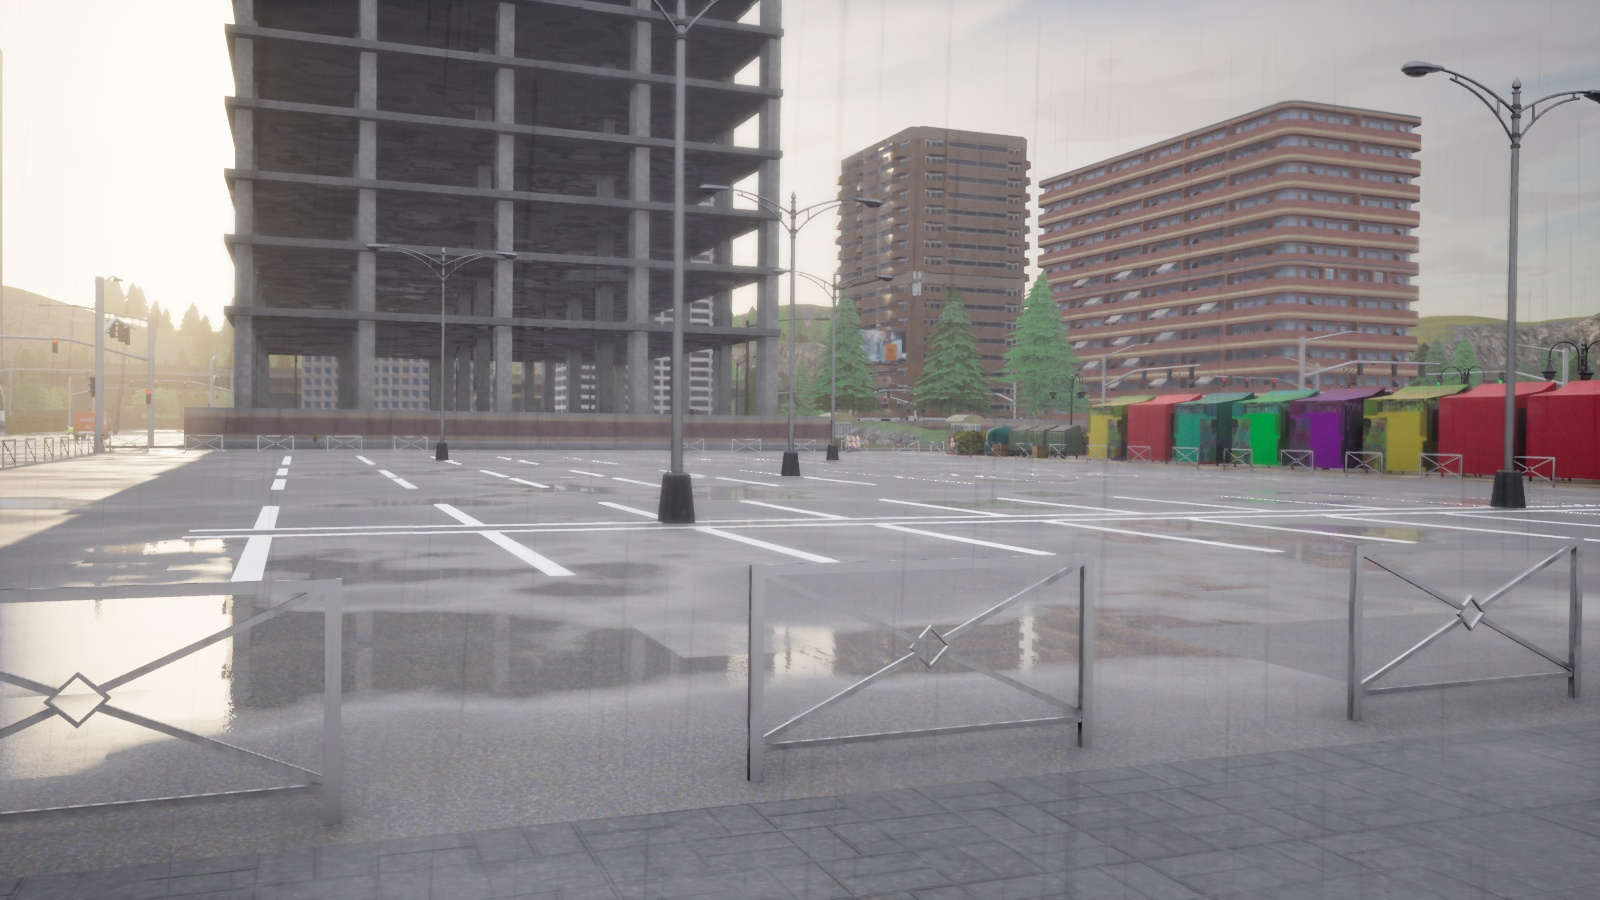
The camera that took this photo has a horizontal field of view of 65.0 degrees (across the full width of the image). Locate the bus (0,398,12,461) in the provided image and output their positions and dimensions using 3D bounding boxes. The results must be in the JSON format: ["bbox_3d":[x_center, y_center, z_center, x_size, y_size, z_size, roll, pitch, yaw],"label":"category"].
[{"bbox_3d":[-54.719,-1.317,81.761,3.944,4.253,10.273,-1,1,-22],"label":"bus"}]
